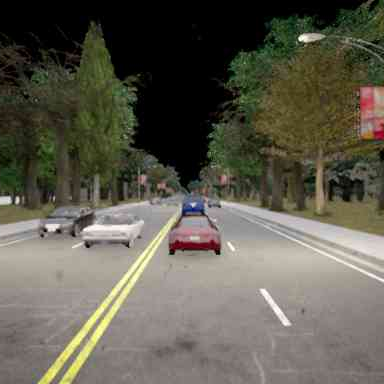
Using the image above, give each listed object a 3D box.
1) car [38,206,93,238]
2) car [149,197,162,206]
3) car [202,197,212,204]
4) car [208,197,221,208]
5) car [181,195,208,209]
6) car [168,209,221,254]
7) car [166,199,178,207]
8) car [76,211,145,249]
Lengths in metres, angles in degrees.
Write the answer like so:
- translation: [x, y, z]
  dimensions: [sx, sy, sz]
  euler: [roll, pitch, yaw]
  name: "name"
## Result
- translation: [-6.593, 1.530, 18.092]
  dimensions: [2.128, 1.511, 4.902]
  euler: [0, 0, 0]
  name: "car"
- translation: [-6.553, 1.713, 60.088]
  dimensions: [2.128, 1.511, 4.902]
  euler: [0, 0, 0]
  name: "car"
- translation: [3.179, 1.860, 72.926]
  dimensions: [1.994, 1.385, 4.181]
  euler: [0, 0, 0]
  name: "car"
- translation: [3.357, 1.717, 51.010]
  dimensions: [2.033, 1.411, 5.357]
  euler: [0, 0, 0]
  name: "car"
- translation: [0.107, 1.309, 32.406]
  dimensions: [2.150, 2.045, 5.566]
  euler: [0, 0, 0]
  name: "car"
- translation: [0.102, 1.591, 13.647]
  dimensions: [1.994, 1.385, 4.181]
  euler: [0, 0, 0]
  name: "car"
- translation: [-3.311, 1.794, 55.314]
  dimensions: [1.895, 1.301, 4.718]
  euler: [0, 0, 0]
  name: "car"
- translation: [-3.345, 1.631, 14.934]
  dimensions: [1.895, 1.301, 4.718]
  euler: [0, 0, 0]
  name: "car"
